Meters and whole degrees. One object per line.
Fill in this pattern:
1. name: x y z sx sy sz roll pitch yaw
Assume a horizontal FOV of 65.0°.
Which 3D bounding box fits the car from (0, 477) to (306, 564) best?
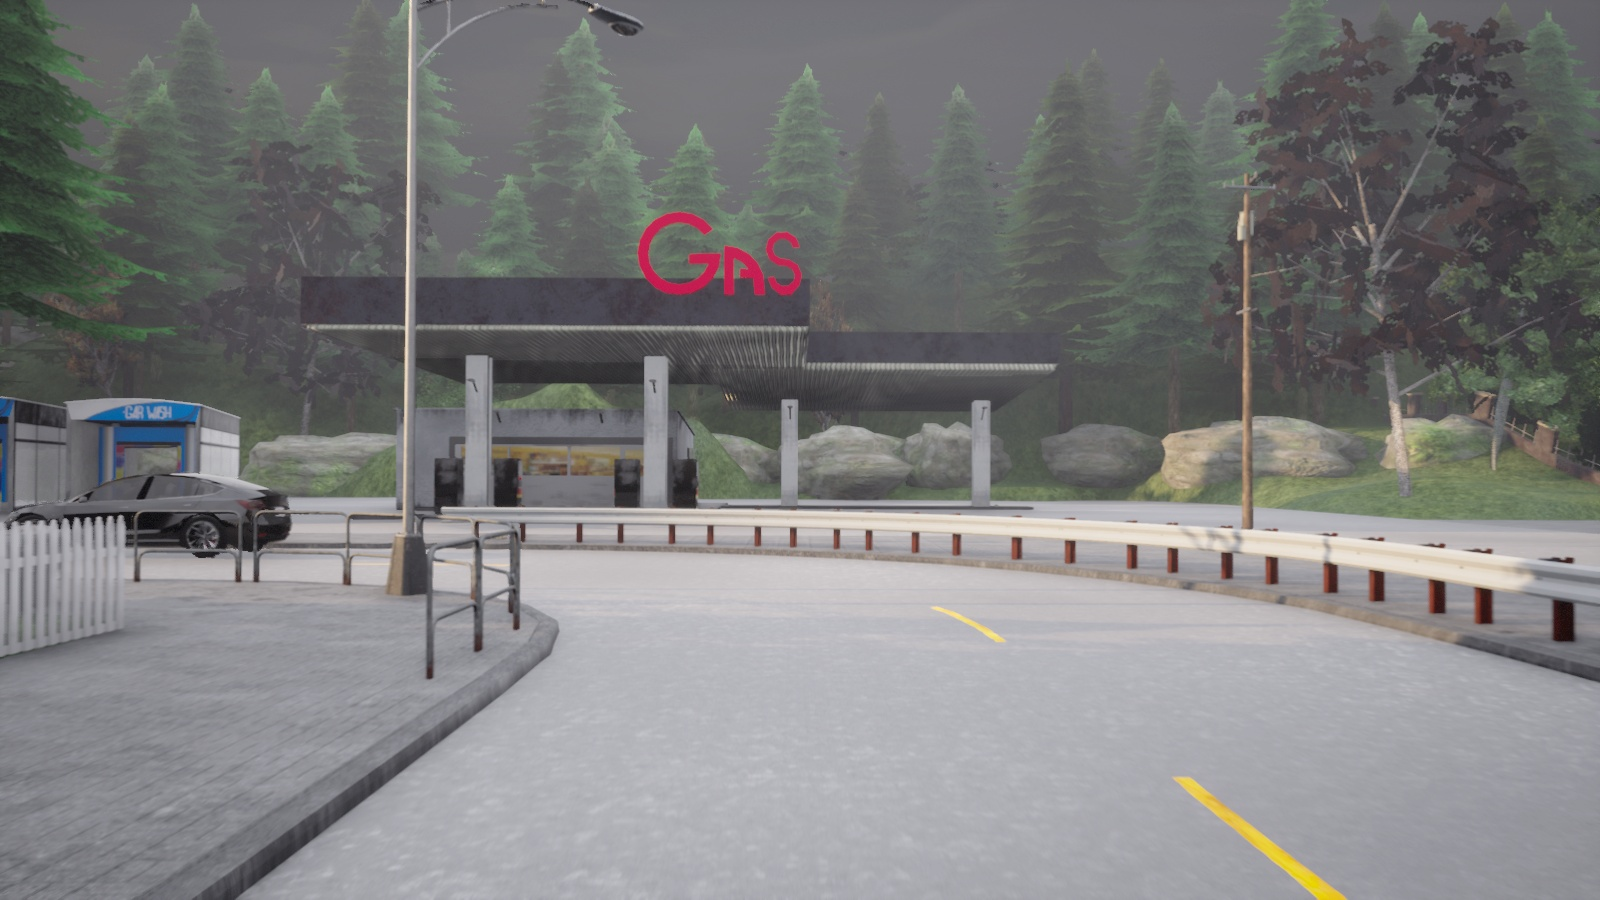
1. car: -11.793 1.243 22.819 4.792 1.488 2.163 0 -1 1
